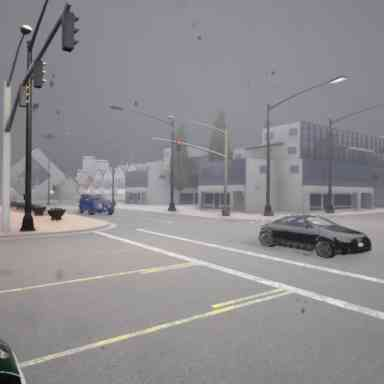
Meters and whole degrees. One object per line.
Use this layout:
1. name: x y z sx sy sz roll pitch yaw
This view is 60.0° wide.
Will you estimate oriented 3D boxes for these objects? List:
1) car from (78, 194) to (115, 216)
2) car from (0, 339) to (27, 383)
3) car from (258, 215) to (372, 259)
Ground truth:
1. car: -9.641 1.231 33.215 2.150 2.045 5.566 1 0 -35
2. car: -3.193 1.353 1.497 4.553 1.767 2.097 0 0 -35
3. car: 4.608 1.612 12.977 1.994 1.385 4.181 0 0 -35
